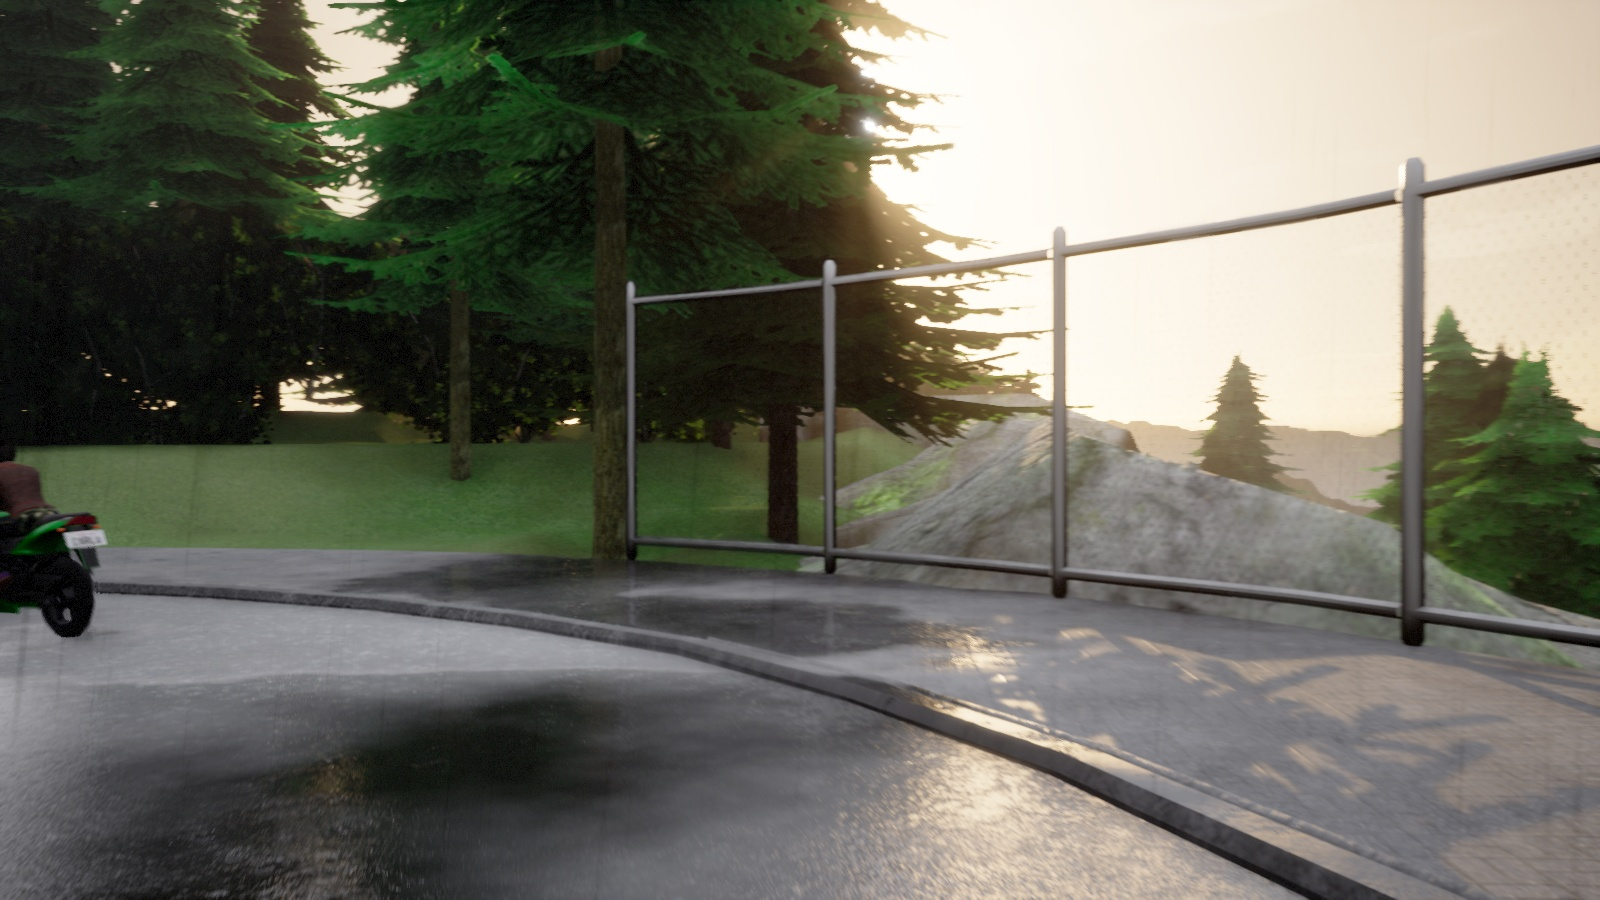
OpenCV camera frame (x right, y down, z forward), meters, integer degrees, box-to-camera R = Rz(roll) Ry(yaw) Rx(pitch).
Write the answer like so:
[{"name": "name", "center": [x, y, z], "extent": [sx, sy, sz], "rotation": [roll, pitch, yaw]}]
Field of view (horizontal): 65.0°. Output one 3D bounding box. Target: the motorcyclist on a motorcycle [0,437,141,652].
[{"name": "motorcyclist on a motorcycle", "center": [-6.195, 0.673, 9.818], "extent": [2.044, 1.523, 0.797], "rotation": [0, 2, 28]}]
